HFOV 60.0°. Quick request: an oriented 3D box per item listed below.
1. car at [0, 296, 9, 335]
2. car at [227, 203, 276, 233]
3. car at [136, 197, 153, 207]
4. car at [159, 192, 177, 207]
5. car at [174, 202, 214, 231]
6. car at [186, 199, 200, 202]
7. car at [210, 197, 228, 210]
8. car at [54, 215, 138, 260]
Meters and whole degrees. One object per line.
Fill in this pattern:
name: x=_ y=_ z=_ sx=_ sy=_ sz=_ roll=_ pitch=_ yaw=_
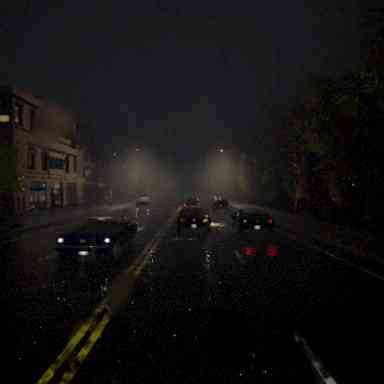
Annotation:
car: x=-3.346 y=1.593 z=2.150 sx=1.895 sy=1.301 sz=4.718 roll=0 pitch=0 yaw=0
car: x=3.350 y=1.525 z=19.232 sx=1.895 sy=1.301 sz=4.718 roll=0 pitch=0 yaw=0
car: x=-6.565 y=1.415 z=46.153 sx=1.895 sy=1.301 sz=4.718 roll=0 pitch=0 yaw=0
car: x=-3.309 y=1.035 z=46.715 sx=2.150 sy=2.045 sz=5.566 roll=0 pitch=0 yaw=1
car: x=0.099 y=1.522 z=19.937 sx=1.895 sy=1.301 sz=4.718 roll=0 pitch=0 yaw=0
car: x=0.075 y=1.408 z=34.840 sx=2.033 sy=1.411 sz=5.357 roll=0 pitch=0 yaw=0
car: x=3.341 y=1.329 z=40.569 sx=2.128 sy=1.511 sz=4.902 roll=0 pitch=0 yaw=0
car: x=-3.310 y=1.553 z=12.368 sx=1.895 sy=1.301 sz=4.718 roll=0 pitch=0 yaw=0
